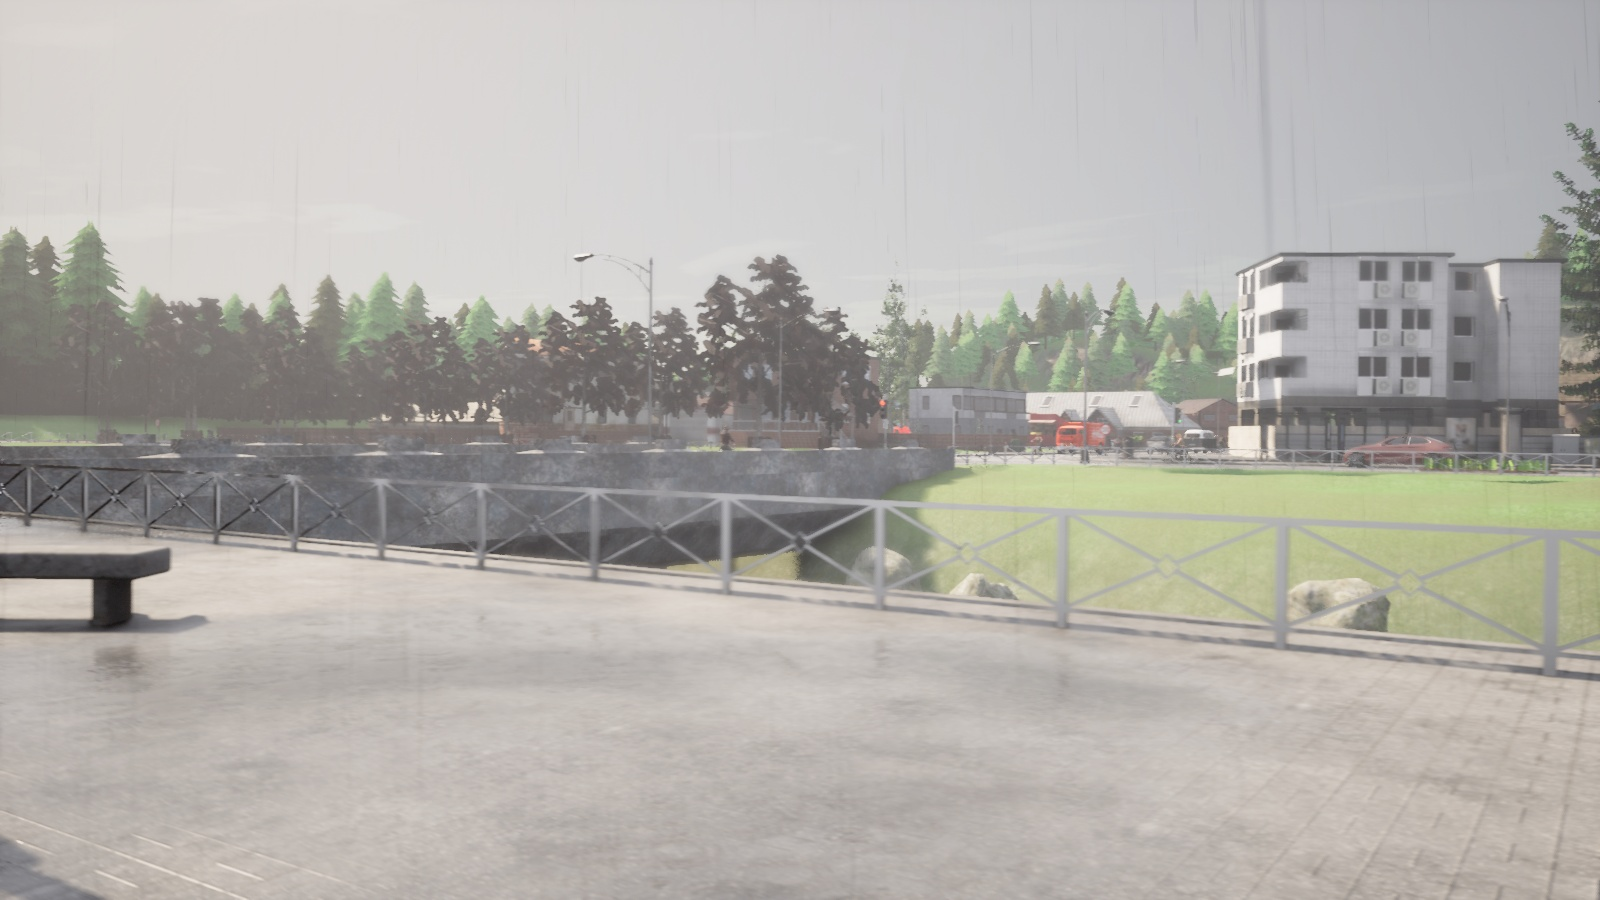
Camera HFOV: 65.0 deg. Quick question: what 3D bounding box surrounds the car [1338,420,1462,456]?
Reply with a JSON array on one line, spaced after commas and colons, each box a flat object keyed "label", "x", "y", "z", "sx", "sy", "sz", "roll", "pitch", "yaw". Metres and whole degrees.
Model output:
[{"label": "car", "x": 28.380, "y": -0.559, "z": 59.455, "sx": 5.027, "sy": 1.651, "sz": 2.152, "roll": 0, "pitch": 1, "yaw": 34}]

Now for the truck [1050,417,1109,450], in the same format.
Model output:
[{"label": "truck", "x": 21.240, "y": -1.247, "z": 95.230, "sx": 2.627, "sy": 2.467, "sz": 5.204, "roll": 0, "pitch": 1, "yaw": 34}]
